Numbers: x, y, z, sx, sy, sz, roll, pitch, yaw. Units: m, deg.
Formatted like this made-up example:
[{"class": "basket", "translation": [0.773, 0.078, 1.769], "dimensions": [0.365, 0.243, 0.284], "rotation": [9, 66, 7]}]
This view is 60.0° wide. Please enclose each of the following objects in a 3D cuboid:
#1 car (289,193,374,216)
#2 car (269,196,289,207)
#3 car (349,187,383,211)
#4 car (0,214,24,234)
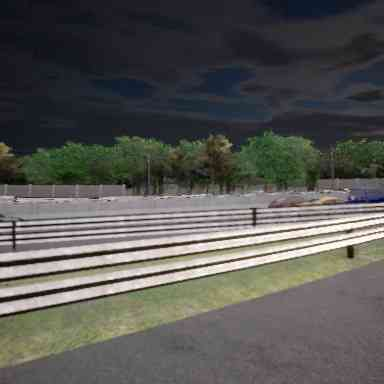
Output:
[{"class": "car", "translation": [9.661, 1.087, 23.133], "dimensions": [5.008, 1.535, 1.882], "rotation": [-2, 1, -16]}, {"class": "car", "translation": [9.322, 1.066, 30.326], "dimensions": [4.674, 1.442, 1.812], "rotation": [-2, 1, -16]}, {"class": "car", "translation": [16.042, 0.580, 28.641], "dimensions": [5.566, 2.045, 2.150], "rotation": [-2, 1, -16]}, {"class": "car", "translation": [-12.514, 1.853, 20.308], "dimensions": [4.181, 1.385, 1.994], "rotation": [-2, 1, -16]}]
